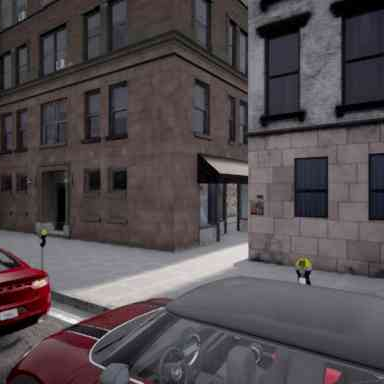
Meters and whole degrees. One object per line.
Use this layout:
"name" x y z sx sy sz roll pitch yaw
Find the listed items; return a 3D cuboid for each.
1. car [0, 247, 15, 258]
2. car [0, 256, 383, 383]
"car" -4.328 1.542 5.847 4.507 1.381 1.887 0 0 35
"car" 0.319 1.440 2.578 4.097 1.590 1.967 0 0 35
